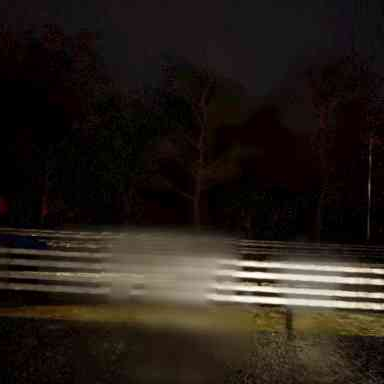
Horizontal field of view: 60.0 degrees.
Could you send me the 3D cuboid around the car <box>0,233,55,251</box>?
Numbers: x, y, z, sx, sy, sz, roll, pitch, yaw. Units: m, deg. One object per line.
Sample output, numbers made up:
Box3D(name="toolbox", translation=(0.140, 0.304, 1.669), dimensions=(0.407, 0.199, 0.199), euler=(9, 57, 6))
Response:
Box3D(name="car", translation=(-7.956, 2.364, 13.318), dimensions=(4.674, 1.442, 1.812), euler=(5, -4, -15))
